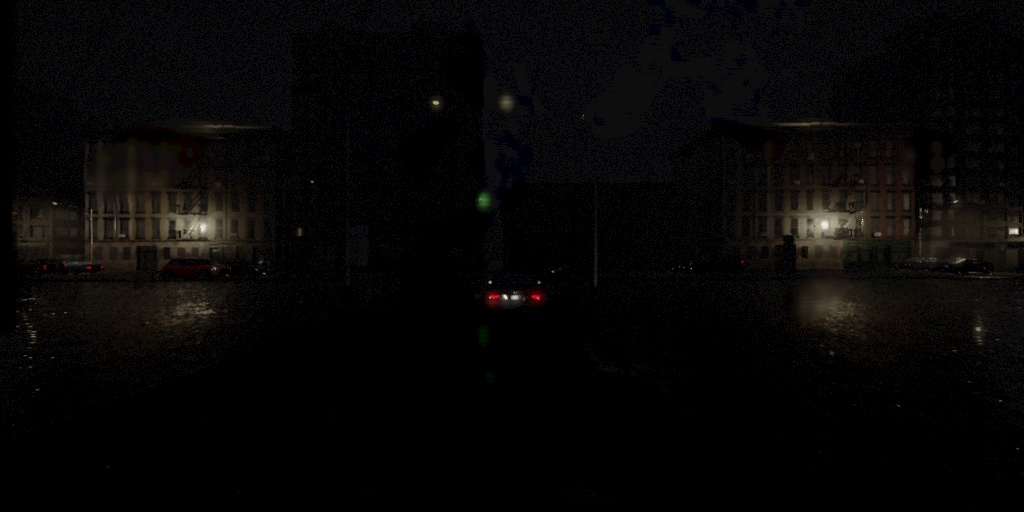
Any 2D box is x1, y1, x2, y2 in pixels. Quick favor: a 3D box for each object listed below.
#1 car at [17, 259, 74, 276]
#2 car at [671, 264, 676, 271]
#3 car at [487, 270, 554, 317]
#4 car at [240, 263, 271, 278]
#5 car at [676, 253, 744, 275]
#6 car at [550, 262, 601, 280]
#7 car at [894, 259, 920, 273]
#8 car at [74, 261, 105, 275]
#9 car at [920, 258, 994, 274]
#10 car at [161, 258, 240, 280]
[{"bbox_3d":[-46.593,1.035,35.003,4.553,1.767,2.097,0,0,0],"label":"car"},{"bbox_3d":[19.663,1.076,38.417,4.892,1.490,1.837,0,0,0],"label":"car"},{"bbox_3d":[0.099,1.244,12.923,2.033,1.411,5.357,0,0,0],"label":"car"},{"bbox_3d":[-24.495,1.182,31.650,5.357,1.411,2.033,0,0,0],"label":"car"},{"bbox_3d":[19.639,0.782,35.170,5.566,2.045,2.150,0,0,0],"label":"car"},{"bbox_3d":[4.839,1.129,27.628,4.181,1.385,1.994,0,-1,-32],"label":"car"},{"bbox_3d":[43.886,1.014,38.397,4.902,1.511,2.128,0,0,1],"label":"car"},{"bbox_3d":[-46.859,1.241,38.230,5.357,1.411,2.033,0,0,0],"label":"car"},{"bbox_3d":[43.883,1.004,35.147,4.902,1.511,2.128,0,0,1],"label":"car"},{"bbox_3d":[-24.802,0.977,28.402,4.553,1.767,2.097,0,0,0],"label":"car"}]
